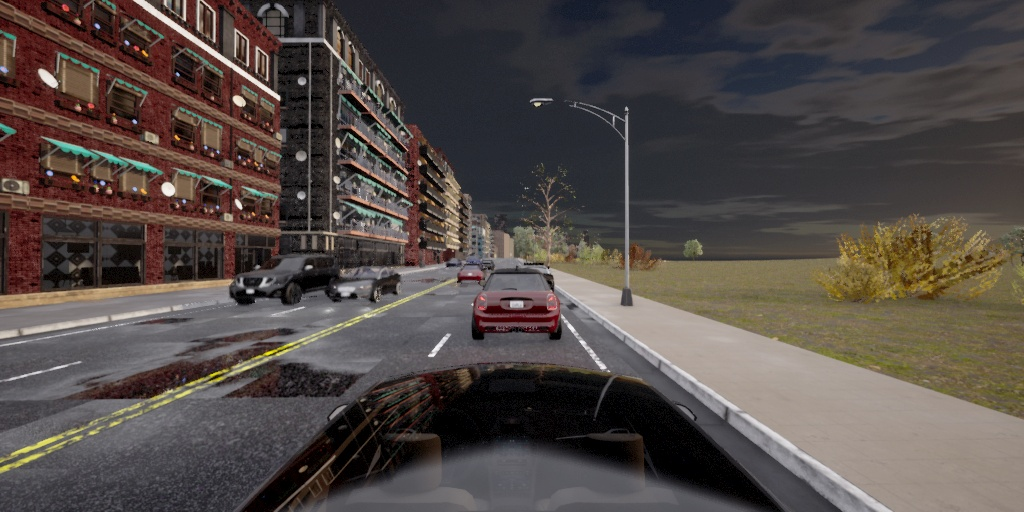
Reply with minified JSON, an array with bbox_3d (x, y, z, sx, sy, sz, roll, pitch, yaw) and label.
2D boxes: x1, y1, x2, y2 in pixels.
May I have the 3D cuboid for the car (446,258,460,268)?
[{"bbox_3d":[-9.693,1.093,59.716,2.097,1.767,4.553,0,0,0],"label":"car"}]

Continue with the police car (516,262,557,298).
[{"bbox_3d":[1.178,1.175,19.630,1.930,1.638,5.238,0,0,0],"label":"police car"}]

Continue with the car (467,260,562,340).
[{"bbox_3d":[0.114,1.102,10.135,2.097,1.767,4.553,0,0,0],"label":"car"}]

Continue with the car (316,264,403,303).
[{"bbox_3d":[-6.566,1.241,16.613,2.128,1.511,4.902,0,0,0],"label":"car"}]

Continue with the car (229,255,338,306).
[{"bbox_3d":[-9.816,0.971,16.215,2.150,2.045,5.566,0,0,0],"label":"car"}]

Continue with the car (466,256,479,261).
[{"bbox_3d":[-6.444,0.966,60.083,2.150,2.045,5.566,0,0,0],"label":"car"}]

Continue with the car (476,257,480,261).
[{"bbox_3d":[-3.048,1.248,45.350,1.837,1.490,4.892,0,-1,0],"label":"car"}]

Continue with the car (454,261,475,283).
[{"bbox_3d":[-3.090,1.313,28.395,1.994,1.385,4.181,0,0,0],"label":"car"}]
